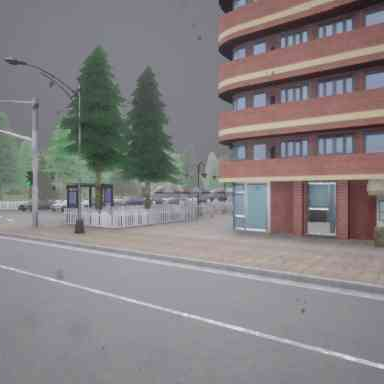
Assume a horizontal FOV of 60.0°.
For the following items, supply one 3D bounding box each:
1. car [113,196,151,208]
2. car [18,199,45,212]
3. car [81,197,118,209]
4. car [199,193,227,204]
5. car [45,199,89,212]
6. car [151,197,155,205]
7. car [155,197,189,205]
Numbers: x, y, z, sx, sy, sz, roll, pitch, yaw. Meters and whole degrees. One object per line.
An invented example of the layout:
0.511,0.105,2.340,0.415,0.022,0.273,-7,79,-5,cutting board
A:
-8.277,1.297,44.867,2.097,1.767,4.553,0,0,38,car
-17.526,1.508,38.123,1.994,1.385,4.181,0,0,36,car
-12.501,1.470,45.098,1.812,1.442,4.674,0,0,37,car
3.807,1.162,61.290,5.566,2.045,2.150,-1,0,-33,car
-13.608,1.470,37.611,1.812,1.442,4.674,0,0,36,car
-6.357,1.470,52.765,1.812,1.442,4.674,0,0,42,car
-2.600,1.490,51.970,5.357,1.411,2.033,0,0,-45,car
